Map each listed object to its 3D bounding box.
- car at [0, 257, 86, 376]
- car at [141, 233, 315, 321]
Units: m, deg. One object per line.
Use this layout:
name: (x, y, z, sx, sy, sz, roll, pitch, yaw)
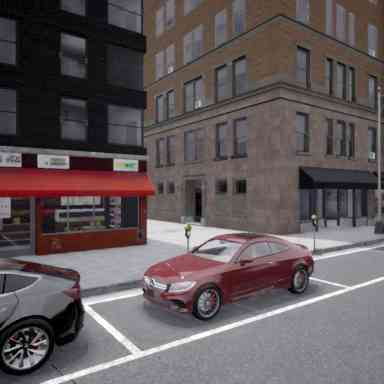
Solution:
car: (-3.523, 1.566, 4.022, 4.313, 1.339, 1.947, 0, 0, -36)
car: (0.954, 1.582, 7.218, 4.206, 1.307, 1.802, 0, 0, -36)
